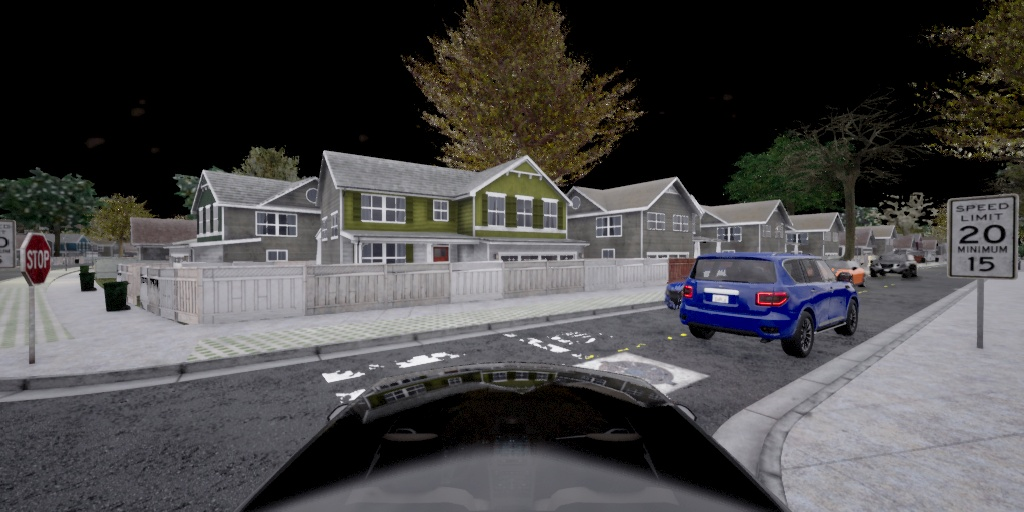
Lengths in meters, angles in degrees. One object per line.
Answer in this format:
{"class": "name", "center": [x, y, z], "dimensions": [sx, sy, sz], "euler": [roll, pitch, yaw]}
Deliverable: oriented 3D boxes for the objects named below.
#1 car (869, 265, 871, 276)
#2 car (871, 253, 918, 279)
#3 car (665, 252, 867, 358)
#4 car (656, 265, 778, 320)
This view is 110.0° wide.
{"class": "car", "center": [18.608, 0.974, 20.745], "dimensions": [4.553, 1.767, 2.097], "euler": [0, 1, -35]}
{"class": "car", "center": [32.073, 0.789, 30.083], "dimensions": [5.566, 2.045, 2.150], "euler": [0, 0, -35]}
{"class": "car", "center": [6.328, 0.931, 8.651], "dimensions": [5.566, 2.045, 2.150], "euler": [0, 1, -35]}
{"class": "car", "center": [7.543, 1.152, 12.989], "dimensions": [5.008, 1.535, 1.882], "euler": [0, 1, -35]}
